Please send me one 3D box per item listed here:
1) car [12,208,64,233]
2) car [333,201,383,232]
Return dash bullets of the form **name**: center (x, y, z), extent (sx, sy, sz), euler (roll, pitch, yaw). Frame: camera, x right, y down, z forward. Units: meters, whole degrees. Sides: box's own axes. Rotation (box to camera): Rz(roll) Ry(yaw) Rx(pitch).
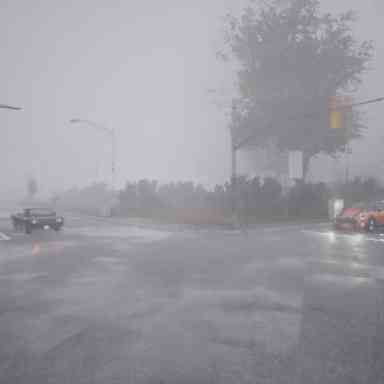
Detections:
- **car**: center (-9.245, 1.601, 19.686), extent (1.895, 1.301, 4.718), euler (0, 0, -39)
- **car**: center (10.611, 1.347, 20.179), extent (4.553, 1.767, 2.097), euler (0, 0, -34)
